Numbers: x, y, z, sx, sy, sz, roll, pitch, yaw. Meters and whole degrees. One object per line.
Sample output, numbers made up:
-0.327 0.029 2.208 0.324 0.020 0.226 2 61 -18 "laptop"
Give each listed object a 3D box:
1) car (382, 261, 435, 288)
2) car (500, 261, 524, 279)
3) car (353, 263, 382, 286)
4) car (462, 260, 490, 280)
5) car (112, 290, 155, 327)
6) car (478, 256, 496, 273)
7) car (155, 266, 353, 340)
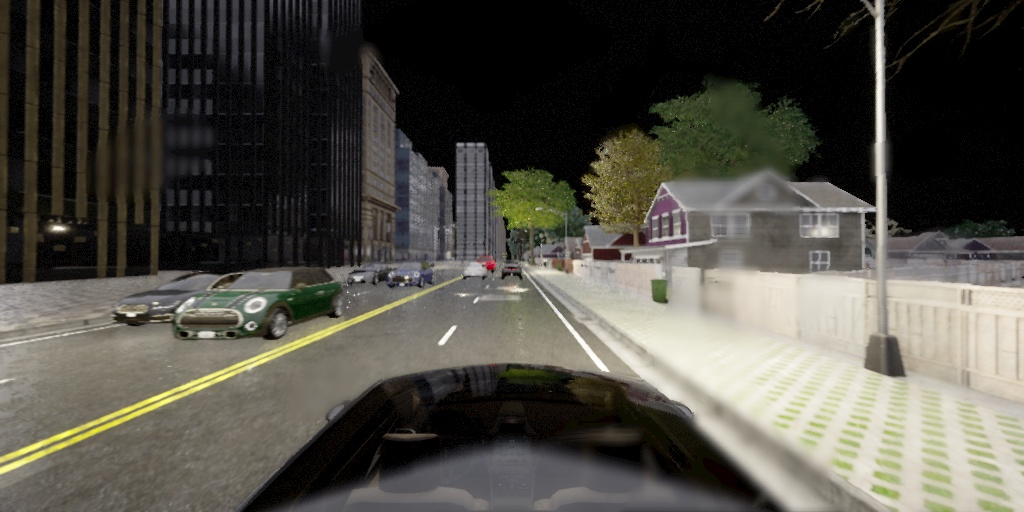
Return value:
-6.586 1.126 23.720 2.097 1.767 4.553 0 0 0 "car"
0.006 1.292 32.580 1.837 1.490 4.892 0 0 0 "car"
-9.827 1.264 25.368 2.128 1.511 4.902 0 0 1 "car"
-3.250 1.311 32.187 1.812 1.442 4.674 0 0 0 "car"
-9.841 1.266 11.708 1.837 1.490 4.892 0 0 0 "car"
-3.222 1.033 45.345 2.150 2.045 5.566 0 0 1 "car"
-6.594 1.112 10.004 2.097 1.767 4.553 0 0 0 "car"
